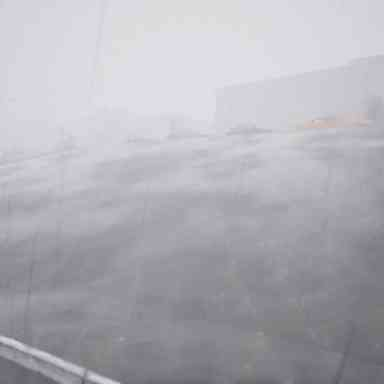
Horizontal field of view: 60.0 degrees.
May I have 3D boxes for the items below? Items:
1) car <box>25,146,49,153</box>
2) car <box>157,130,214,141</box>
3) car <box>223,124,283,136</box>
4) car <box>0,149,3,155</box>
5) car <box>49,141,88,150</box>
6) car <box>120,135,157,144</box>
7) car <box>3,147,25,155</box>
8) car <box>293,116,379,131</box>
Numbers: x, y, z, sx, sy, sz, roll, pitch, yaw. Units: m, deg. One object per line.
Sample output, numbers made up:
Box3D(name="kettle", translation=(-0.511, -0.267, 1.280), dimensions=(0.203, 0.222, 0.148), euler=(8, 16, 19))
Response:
Box3D(name="car", translation=(-17.795, -4.877, 40.369), dimensions=(4.674, 1.452, 2.002), euler=(2, 1, 36))
Box3D(name="car", translation=(-0.121, -4.359, 27.355), dimensions=(4.892, 1.521, 2.231), euler=(2, 1, 36))
Box3D(name="car", translation=(4.408, -4.151, 24.157), dimensions=(4.674, 1.452, 2.002), euler=(2, 1, 35))
Box3D(name="car", translation=(-26.803, -5.314, 47.007), dimensions=(4.553, 1.767, 2.185), euler=(2, 1, 36))
Box3D(name="car", translation=(-13.371, -4.907, 37.108), dimensions=(4.553, 1.767, 2.185), euler=(2, 1, 36))
Box3D(name="car", translation=(-4.568, -4.509, 30.621), dimensions=(4.892, 1.521, 2.231), euler=(2, 1, 36))
Box3D(name="car", translation=(-22.360, -5.182, 43.733), dimensions=(4.553, 1.767, 2.185), euler=(2, 1, 36))
Box3D(name="car", translation=(9.007, -4.018, 21.055), dimensions=(5.008, 1.535, 2.097), euler=(2, 1, 34))
